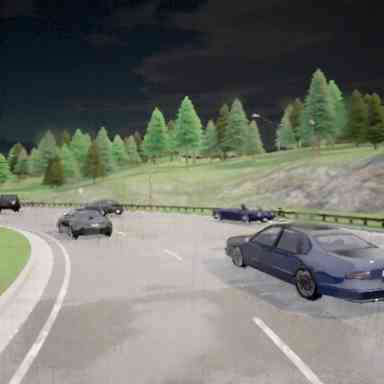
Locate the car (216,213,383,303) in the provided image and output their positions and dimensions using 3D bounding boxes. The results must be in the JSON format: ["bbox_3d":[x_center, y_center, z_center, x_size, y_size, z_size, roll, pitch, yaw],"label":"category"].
[{"bbox_3d":[2.700,1.498,8.334,2.033,1.411,5.357,0,0,-19],"label":"car"}]

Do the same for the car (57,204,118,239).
[{"bbox_3d":[-5.749,1.564,17.557,1.994,1.385,4.181,0,0,-34],"label":"car"}]

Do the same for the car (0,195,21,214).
[{"bbox_3d":[-21.349,1.305,36.893,5.566,2.045,2.150,-1,0,32],"label":"car"}]

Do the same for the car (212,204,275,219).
[{"bbox_3d":[3.474,1.500,23.342,1.895,1.301,4.718,-1,0,-34],"label":"car"}]

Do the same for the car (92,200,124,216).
[{"bbox_3d":[-8.302,1.488,31.023,4.892,1.490,1.837,0,-1,43],"label":"car"}]
